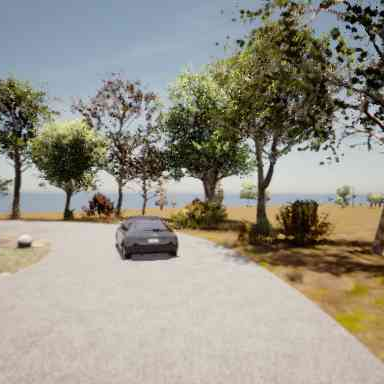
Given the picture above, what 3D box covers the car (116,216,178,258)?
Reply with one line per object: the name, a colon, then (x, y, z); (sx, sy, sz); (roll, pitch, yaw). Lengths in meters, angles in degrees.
car: (-1.915, 1.648, 13.325); (1.994, 1.385, 4.181); (0, 0, -17)
